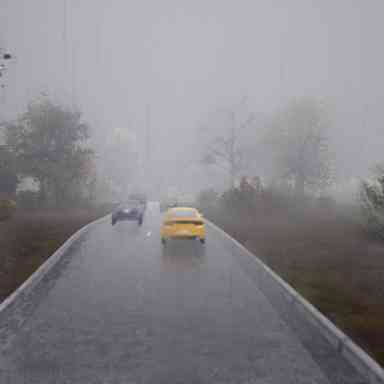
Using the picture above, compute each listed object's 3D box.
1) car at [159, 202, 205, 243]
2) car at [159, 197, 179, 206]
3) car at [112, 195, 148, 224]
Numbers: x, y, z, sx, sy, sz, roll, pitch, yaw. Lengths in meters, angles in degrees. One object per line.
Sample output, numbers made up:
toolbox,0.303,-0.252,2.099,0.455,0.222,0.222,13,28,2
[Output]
car,-0.482,1.481,16.187,1.882,1.535,5.008,0,0,-3
car,-2.452,1.360,36.270,2.097,1.767,4.553,0,0,-7
car,-4.619,1.358,24.738,2.097,1.767,4.553,0,0,-5
